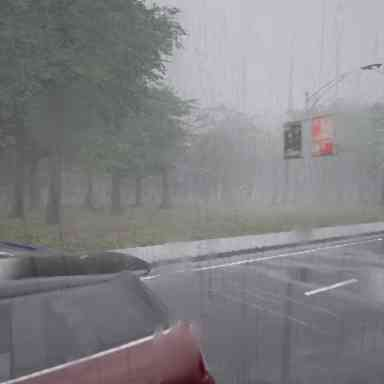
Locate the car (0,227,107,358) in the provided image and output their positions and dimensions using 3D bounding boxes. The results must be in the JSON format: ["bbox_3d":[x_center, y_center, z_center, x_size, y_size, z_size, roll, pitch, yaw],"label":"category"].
[{"bbox_3d":[-3.997,1.492,4.826,4.902,1.511,2.128,0,0,-35],"label":"car"}]

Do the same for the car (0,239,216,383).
[{"bbox_3d":[-2.058,1.352,2.215,4.553,1.767,2.097,0,0,-35],"label":"car"}]
